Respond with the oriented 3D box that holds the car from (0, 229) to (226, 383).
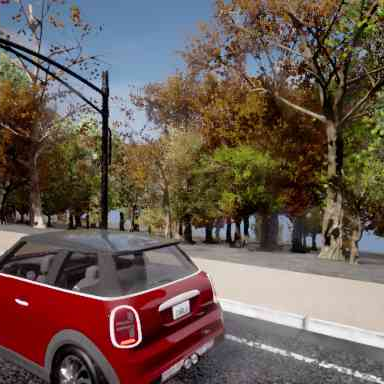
[{"bbox_3d":[-1.848,1.351,5.003,4.553,1.767,2.097,0,0,36],"label":"car"}]
